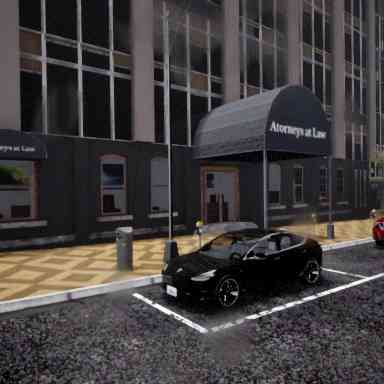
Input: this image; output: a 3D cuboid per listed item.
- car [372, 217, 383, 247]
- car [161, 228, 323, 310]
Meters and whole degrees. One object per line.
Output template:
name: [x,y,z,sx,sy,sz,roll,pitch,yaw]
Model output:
car: [9.615,1.310,14.030,5.009,1.841,2.192,0,-1,-37]
car: [1.342,1.564,7.824,4.313,1.339,1.947,0,-1,-37]
